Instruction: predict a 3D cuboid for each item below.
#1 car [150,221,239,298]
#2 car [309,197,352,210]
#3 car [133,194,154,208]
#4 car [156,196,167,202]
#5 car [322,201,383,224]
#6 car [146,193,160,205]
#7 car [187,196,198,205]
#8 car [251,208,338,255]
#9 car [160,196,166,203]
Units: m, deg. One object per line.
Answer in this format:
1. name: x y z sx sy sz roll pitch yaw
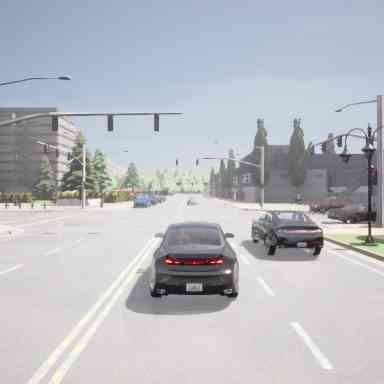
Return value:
1. car: 0.061 1.505 8.530 1.837 1.490 4.892 0 0 0
2. car: 14.643 1.352 34.743 4.553 1.767 2.097 0 0 -1
3. car: -7.137 1.477 47.898 1.882 1.535 5.008 0 0 1
4. car: -7.010 1.552 76.924 1.994 1.385 4.181 0 0 0
5. car: 12.661 1.547 23.977 5.357 1.411 2.033 0 0 0
6. car: -7.090 1.477 57.491 1.882 1.535 5.008 0 0 0
7. car: 0.106 1.525 60.519 1.812 1.442 4.674 0 0 0
8. car: 3.582 1.491 13.210 2.128 1.511 4.902 0 0 0
9. car: -7.024 1.491 67.194 2.128 1.511 4.902 0 0 0
